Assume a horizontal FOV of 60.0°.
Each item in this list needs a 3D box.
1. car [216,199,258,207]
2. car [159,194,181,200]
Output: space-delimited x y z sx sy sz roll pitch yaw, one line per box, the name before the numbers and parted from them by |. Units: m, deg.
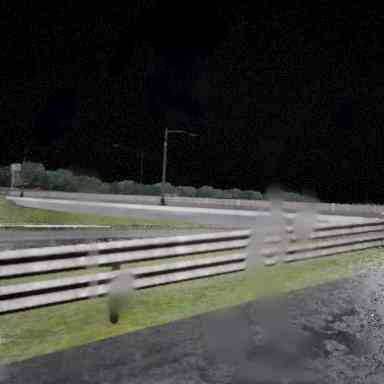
car | 5.902 1.579 43.197 5.357 1.411 2.033 2 -2 25
car | -3.019 0.997 52.398 4.553 1.767 2.097 2 -2 31
